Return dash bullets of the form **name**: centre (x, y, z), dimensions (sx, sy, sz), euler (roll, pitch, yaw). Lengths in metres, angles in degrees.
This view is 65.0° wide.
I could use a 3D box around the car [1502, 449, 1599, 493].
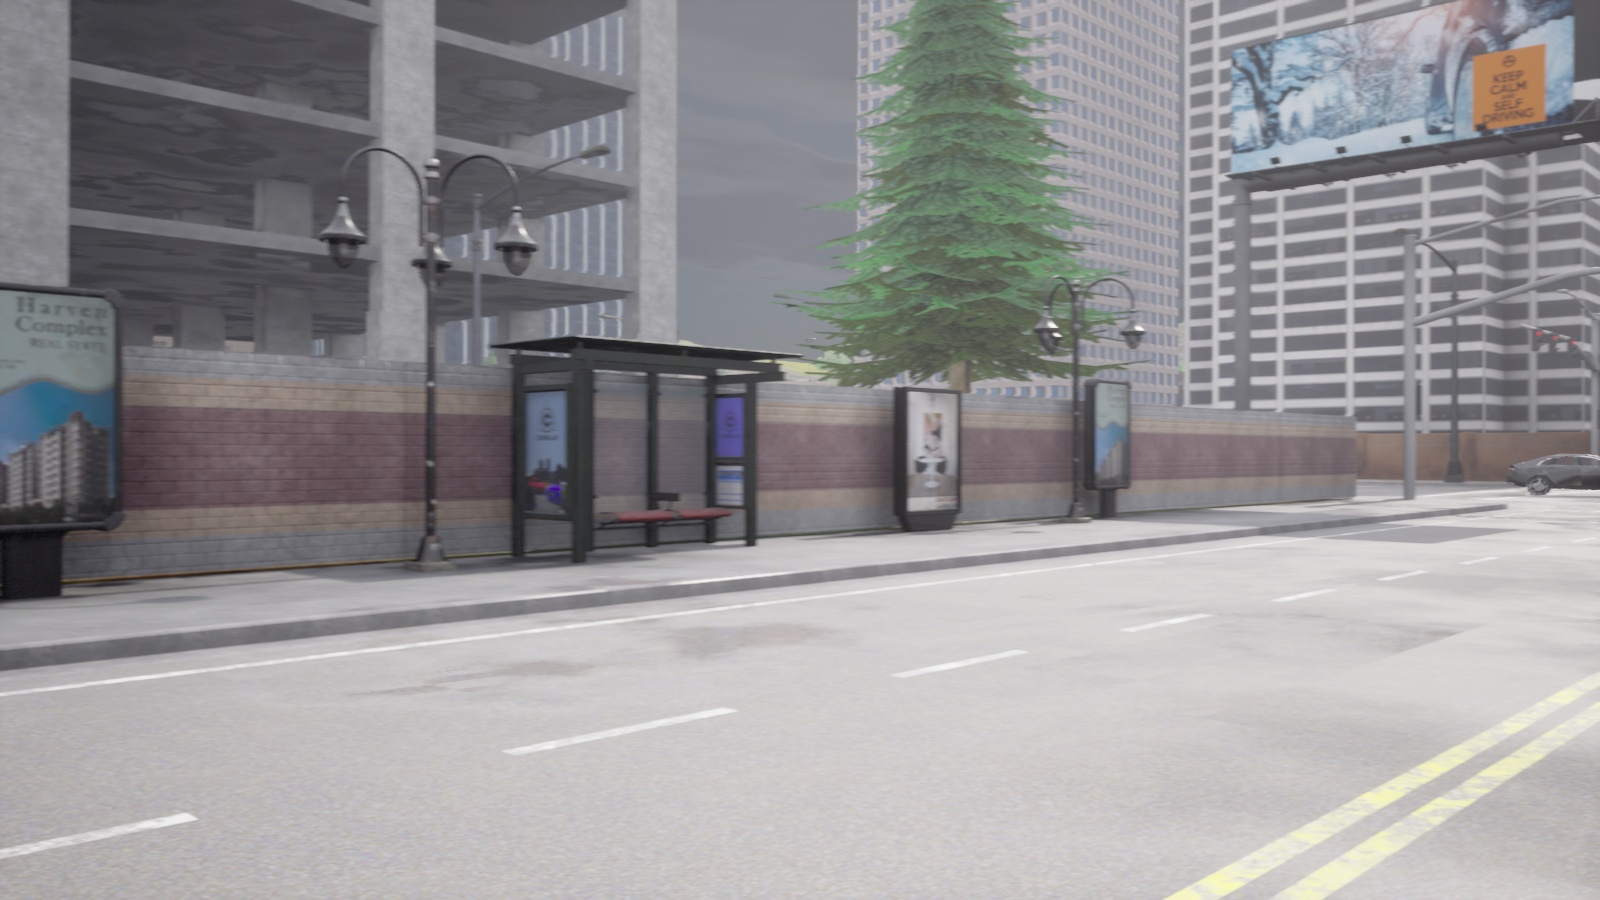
- **car**: centre (27.651, 0.736, 44.345), dimensions (4.902, 1.511, 2.128), euler (0, 0, 32)
